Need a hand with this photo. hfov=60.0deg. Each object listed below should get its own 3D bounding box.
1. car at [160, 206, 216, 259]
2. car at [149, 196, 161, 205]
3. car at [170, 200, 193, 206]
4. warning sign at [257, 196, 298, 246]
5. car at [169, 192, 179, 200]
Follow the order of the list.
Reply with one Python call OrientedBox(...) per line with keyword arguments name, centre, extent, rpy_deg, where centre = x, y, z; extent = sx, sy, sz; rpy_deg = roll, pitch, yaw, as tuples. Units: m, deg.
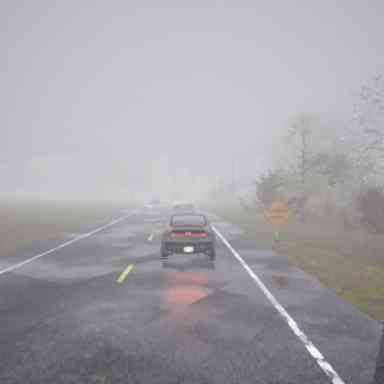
OrientedBox(name="car", centre=(-0.140, 1.515, 12.676), extent=(1.837, 1.490, 4.892), rpy_deg=(0, 0, -1))
OrientedBox(name="car", centre=(-6.434, 1.473, 58.019), extent=(1.837, 1.490, 4.892), rpy_deg=(0, 1, -5))
OrientedBox(name="car", centre=(-0.592, 1.561, 25.598), extent=(2.033, 1.411, 5.357), rpy_deg=(0, 0, -2))
OrientedBox(name="warning sign", centre=(3.386, 1.123, 13.260), extent=(1.300, 1.860, 1.060), rpy_deg=(1, 1, -1))
OrientedBox(name="car", centre=(-4.544, 1.111, 83.322), extent=(2.150, 2.045, 5.566), rpy_deg=(0, 0, -8))
